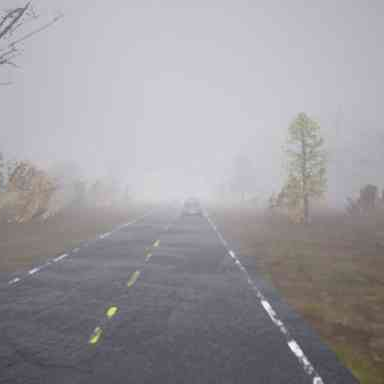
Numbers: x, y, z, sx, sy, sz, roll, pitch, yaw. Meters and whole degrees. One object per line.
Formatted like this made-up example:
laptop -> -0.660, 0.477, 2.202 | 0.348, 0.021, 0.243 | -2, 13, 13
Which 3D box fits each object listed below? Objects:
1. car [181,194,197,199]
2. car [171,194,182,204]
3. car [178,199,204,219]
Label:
car -> -0.022, 1.413, 44.866 | 2.097, 1.767, 4.553 | 0, 0, 0
car -> -3.180, 1.640, 66.839 | 2.033, 1.411, 5.357 | 0, 0, 0
car -> 0.018, 1.608, 29.939 | 1.994, 1.385, 4.181 | 0, 0, 0
